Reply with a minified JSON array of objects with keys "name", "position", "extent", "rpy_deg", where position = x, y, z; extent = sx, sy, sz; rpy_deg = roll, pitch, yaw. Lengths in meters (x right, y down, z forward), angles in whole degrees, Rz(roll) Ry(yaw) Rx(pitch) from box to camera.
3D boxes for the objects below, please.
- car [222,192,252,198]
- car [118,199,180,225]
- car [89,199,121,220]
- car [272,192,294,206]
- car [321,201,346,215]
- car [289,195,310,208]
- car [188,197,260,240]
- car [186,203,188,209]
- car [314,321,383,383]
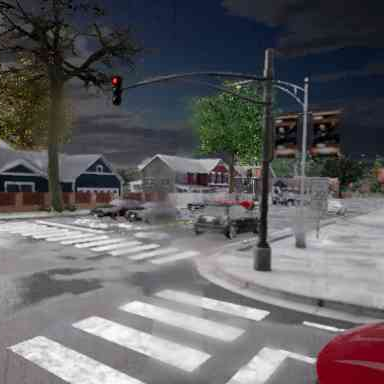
[{"name":"car","position":[4.003,1.076,32.048],"extent":[2.150,2.045,5.566],"rpy_deg":[3,1,37]},{"name":"car","position":[-2.645,1.363,22.809],"extent":[1.994,1.385,4.181],"rpy_deg":[3,1,35]},{"name":"car","position":[-5.062,1.222,25.017],"extent":[2.033,1.411,5.357],"rpy_deg":[3,1,36]},{"name":"car","position":[14.469,1.098,52.062],"extent":[2.150,2.045,5.566],"rpy_deg":[3,1,36]},{"name":"car","position":[15.776,1.706,37.007],"extent":[1.812,1.442,4.674],"rpy_deg":[3,1,36]},{"name":"car","position":[16.560,1.518,49.441],"extent":[1.812,1.442,4.674],"rpy_deg":[3,1,36]},{"name":"car","position":[2.077,1.404,17.995],"extent":[2.097,1.767,4.553],"rpy_deg":[3,1,35]},{"name":"car","position":[1.405,1.330,34.034],"extent":[1.895,1.301,4.718],"rpy_deg":[3,1,36]},{"name":"car","position":[3.169,1.478,1.585],"extent":[5.008,1.535,1.882],"rpy_deg":[0,0,39]}]
